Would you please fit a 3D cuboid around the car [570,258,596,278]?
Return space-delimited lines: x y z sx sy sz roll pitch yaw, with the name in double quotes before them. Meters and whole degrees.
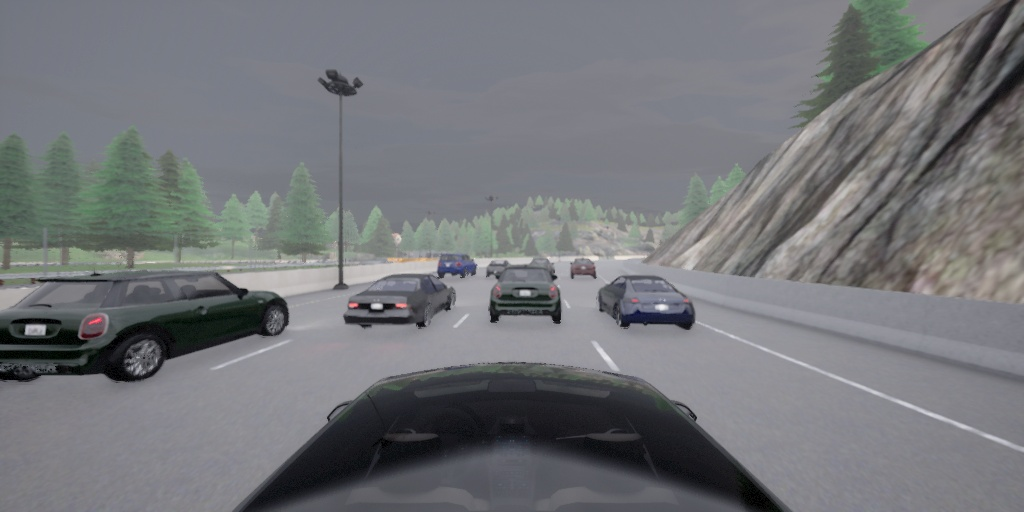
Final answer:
"car" 6.128 0.951 31.192 2.097 1.767 4.553 0 0 9

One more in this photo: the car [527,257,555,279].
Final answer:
"car" 2.577 0.947 31.166 2.097 1.767 4.553 0 0 9

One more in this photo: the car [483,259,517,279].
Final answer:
"car" -0.953 1.081 31.299 2.128 1.511 4.902 0 0 9

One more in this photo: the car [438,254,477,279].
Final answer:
"car" -4.604 0.810 30.692 2.150 2.045 5.566 0 0 9

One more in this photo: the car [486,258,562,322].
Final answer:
"car" 0.486 1.046 12.155 2.097 1.767 4.553 0 0 3

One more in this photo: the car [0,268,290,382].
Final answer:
"car" -6.740 1.064 7.245 2.097 1.767 4.553 0 0 2

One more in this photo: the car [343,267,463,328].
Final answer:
"car" -3.118 1.243 11.122 2.033 1.411 5.357 0 0 3

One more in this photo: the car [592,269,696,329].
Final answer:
"car" 3.929 1.268 11.155 1.994 1.385 4.181 0 0 3
